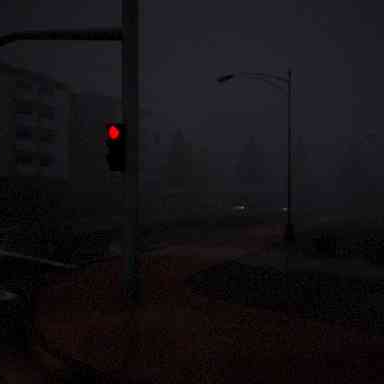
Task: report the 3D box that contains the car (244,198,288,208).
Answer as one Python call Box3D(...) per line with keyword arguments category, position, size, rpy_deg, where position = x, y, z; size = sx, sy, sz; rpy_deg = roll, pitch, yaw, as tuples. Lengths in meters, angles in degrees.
Box3D(category="car", position=(10.041, 1.496, 46.325), size=(5.357, 1.411, 2.033), rpy_deg=(2, 3, -6))

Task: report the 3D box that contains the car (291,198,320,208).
Box3D(category="car", position=(15.443, 1.531, 46.706), size=(5.357, 1.411, 2.033), rpy_deg=(0, 0, -25))
